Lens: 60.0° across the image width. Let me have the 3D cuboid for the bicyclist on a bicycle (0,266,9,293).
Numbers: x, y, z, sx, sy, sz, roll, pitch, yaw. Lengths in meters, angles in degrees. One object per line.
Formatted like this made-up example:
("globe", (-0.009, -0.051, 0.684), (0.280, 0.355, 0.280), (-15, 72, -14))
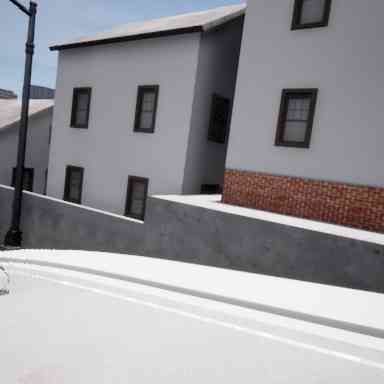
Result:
("bicyclist on a bicycle", (-4.466, 1.424, 6.554), (0.582, 1.620, 1.656), (1, 2, 35))
